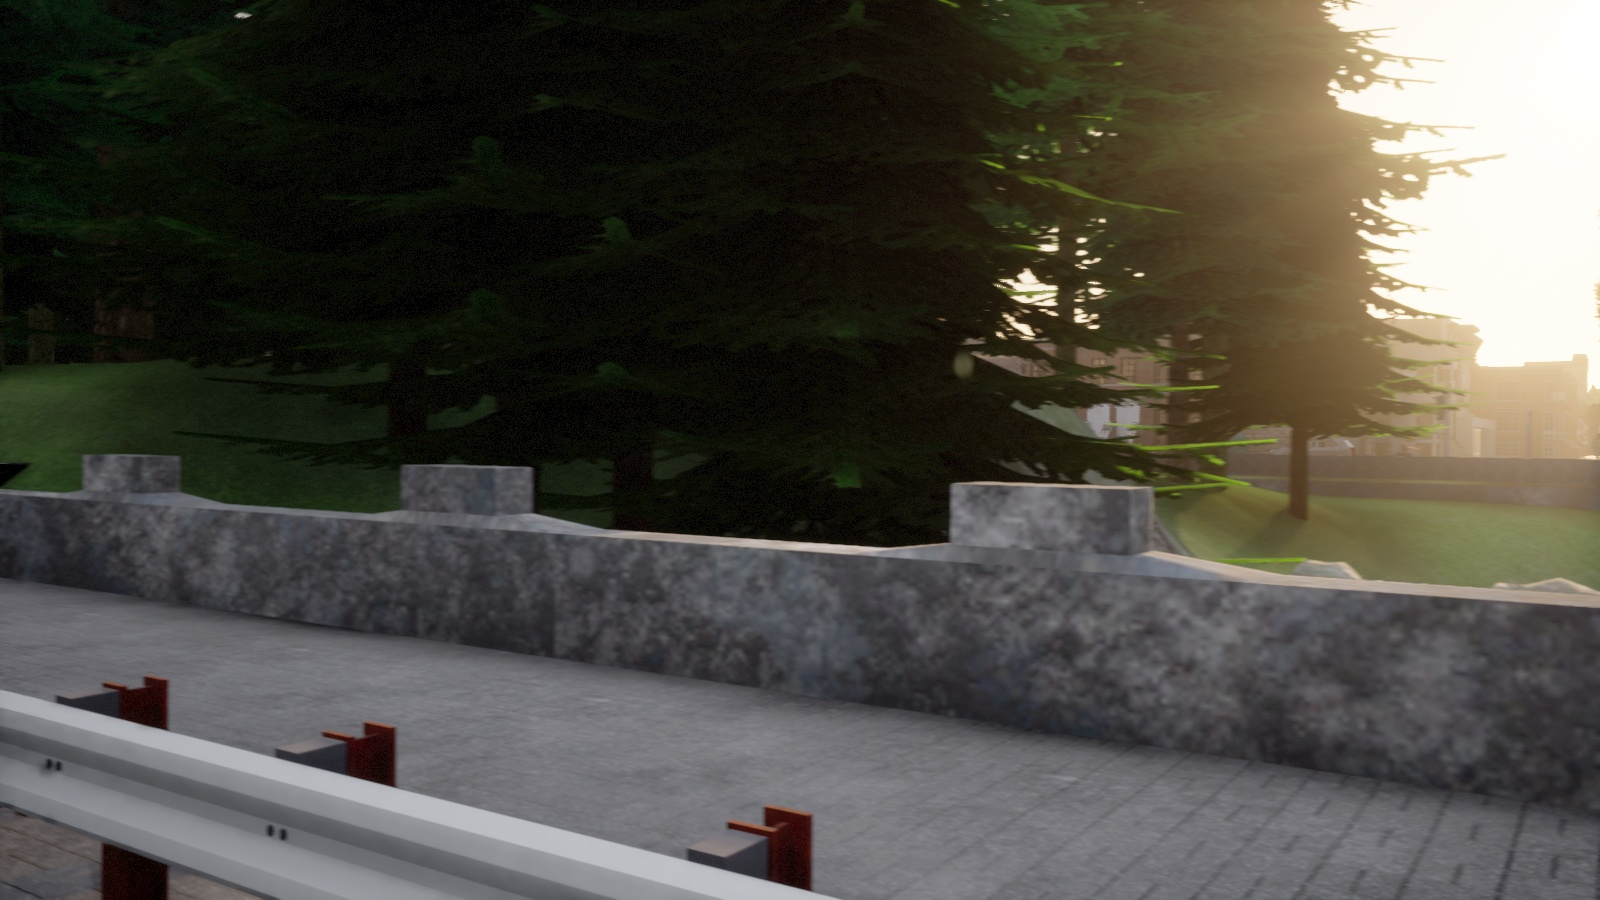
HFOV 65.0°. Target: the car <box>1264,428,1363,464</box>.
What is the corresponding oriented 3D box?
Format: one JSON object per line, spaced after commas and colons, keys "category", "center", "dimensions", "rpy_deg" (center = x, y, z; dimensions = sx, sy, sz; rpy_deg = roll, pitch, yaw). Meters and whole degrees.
{"category": "car", "center": [22.016, -0.189, 53.868], "dimensions": [3.633, 1.501, 1.845], "rpy_deg": [0, 1, 34]}
